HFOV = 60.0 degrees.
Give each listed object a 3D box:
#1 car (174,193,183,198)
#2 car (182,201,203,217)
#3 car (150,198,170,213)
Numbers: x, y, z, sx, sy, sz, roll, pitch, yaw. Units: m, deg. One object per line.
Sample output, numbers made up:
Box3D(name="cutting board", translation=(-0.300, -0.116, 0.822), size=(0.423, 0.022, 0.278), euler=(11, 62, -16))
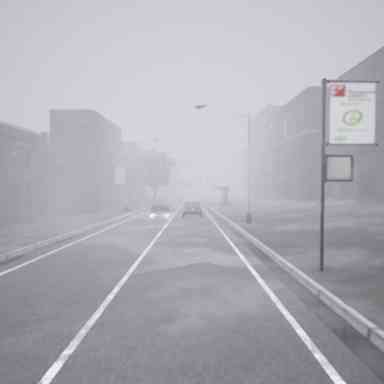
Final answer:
Box3D(name="car", translation=(-3.252, 0.836, 78.684), size=(2.097, 1.767, 4.553), euler=(0, 1, 0))
Box3D(name="car", translation=(0.031, 1.518, 30.735), size=(2.033, 1.411, 5.357), euler=(0, 0, 0))
Box3D(name="car", translation=(-3.473, 1.455, 37.211), size=(1.882, 1.535, 5.008), euler=(0, 0, 0))
